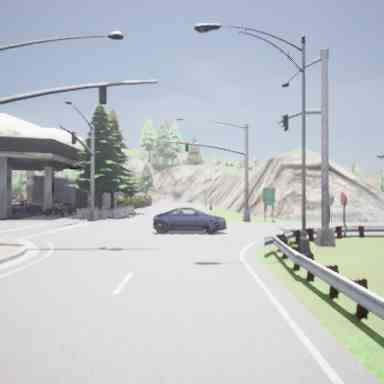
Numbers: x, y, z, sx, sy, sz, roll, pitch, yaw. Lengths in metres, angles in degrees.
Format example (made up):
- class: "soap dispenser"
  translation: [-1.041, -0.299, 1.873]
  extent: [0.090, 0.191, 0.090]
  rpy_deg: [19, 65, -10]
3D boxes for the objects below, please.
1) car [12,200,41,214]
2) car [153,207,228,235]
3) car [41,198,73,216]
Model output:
- class: "car"
  translation: [-20.233, 1.835, 40.839]
  extent: [2.242, 1.667, 4.611]
  rpy_deg: [0, 0, -1]
- class: "car"
  translation: [-0.090, 1.566, 18.686]
  extent: [4.181, 1.385, 1.994]
  rpy_deg: [0, -1, 8]
- class: "car"
  translation: [-14.526, 1.631, 36.562]
  extent: [1.905, 1.878, 3.866]
  rpy_deg: [0, 0, -1]
